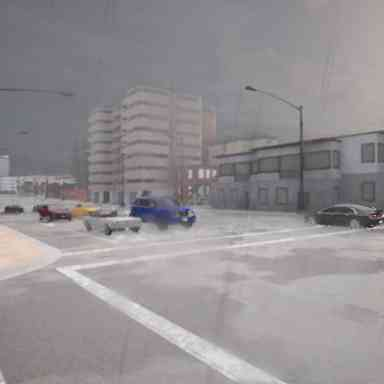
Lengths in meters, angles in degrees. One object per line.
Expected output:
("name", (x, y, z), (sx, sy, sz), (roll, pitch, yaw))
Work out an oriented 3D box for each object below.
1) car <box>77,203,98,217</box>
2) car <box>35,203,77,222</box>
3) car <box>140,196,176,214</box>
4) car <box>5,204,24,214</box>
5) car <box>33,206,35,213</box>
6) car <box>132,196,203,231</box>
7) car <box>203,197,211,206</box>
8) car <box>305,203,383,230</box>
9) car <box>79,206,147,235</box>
("car", (-10.210, 1.804, 32.699), (1.882, 1.535, 5.008), (0, -1, -37))
("car", (-12.074, 1.783, 29.341), (1.882, 1.535, 5.008), (0, 0, -37))
("car", (-4.489, 1.626, 42.711), (2.150, 2.045, 5.566), (0, -1, -36))
("car", (-24.999, 2.375, 46.839), (1.895, 1.301, 4.718), (0, -1, -36))
("car", (-21.674, 2.313, 48.217), (1.994, 1.385, 4.181), (0, -1, -36))
("car", (-2.045, 1.300, 21.724), (2.150, 2.045, 5.566), (0, -1, -37))
("car", (3.286, 1.667, 58.234), (1.970, 1.475, 3.806), (0, -1, -37))
("car", (9.503, 1.484, 21.185), (1.837, 1.490, 4.892), (-9, 5, -35))
("car", (-4.739, 1.690, 19.482), (1.895, 1.301, 4.718), (0, -1, -37))
